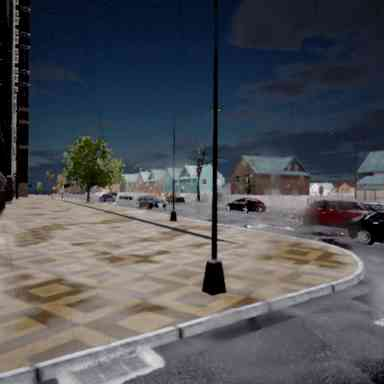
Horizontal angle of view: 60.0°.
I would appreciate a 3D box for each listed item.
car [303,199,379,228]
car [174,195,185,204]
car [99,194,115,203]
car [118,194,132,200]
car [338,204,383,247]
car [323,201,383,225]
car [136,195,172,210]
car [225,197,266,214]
[{"bbox_3d":[8.515,1.244,18.706,2.097,1.767,4.553,1,0,-28],"label":"car"},{"bbox_3d":[-2.991,1.163,55.023,2.033,1.411,5.357,1,0,-28],"label":"car"},{"bbox_3d":[-14.073,1.025,54.938,1.812,1.442,4.674,1,0,-28],"label":"car"},{"bbox_3d":[-13.711,1.069,68.447,1.895,1.301,4.718,1,0,-28],"label":"car"},{"bbox_3d":[8.214,1.427,12.288,1.837,1.490,4.892,0,0,-28],"label":"car"},{"bbox_3d":[12.466,1.461,24.516,2.033,1.411,5.357,0,0,-22],"label":"car"},{"bbox_3d":[-4.324,1.156,36.169,2.128,1.511,4.902,1,0,-28],"label":"car"},{"bbox_3d":[5.144,1.298,32.545,1.837,1.490,4.892,1,1,-28],"label":"car"}]
